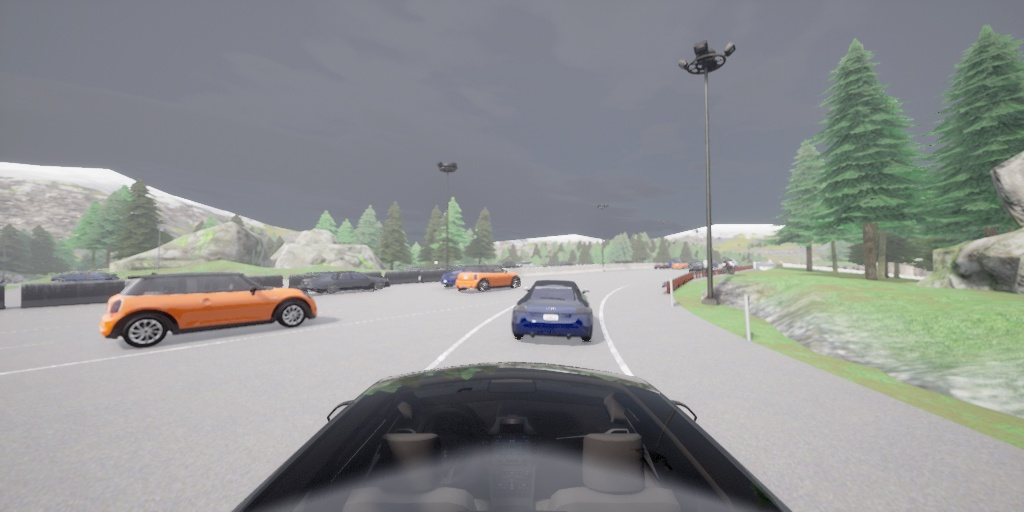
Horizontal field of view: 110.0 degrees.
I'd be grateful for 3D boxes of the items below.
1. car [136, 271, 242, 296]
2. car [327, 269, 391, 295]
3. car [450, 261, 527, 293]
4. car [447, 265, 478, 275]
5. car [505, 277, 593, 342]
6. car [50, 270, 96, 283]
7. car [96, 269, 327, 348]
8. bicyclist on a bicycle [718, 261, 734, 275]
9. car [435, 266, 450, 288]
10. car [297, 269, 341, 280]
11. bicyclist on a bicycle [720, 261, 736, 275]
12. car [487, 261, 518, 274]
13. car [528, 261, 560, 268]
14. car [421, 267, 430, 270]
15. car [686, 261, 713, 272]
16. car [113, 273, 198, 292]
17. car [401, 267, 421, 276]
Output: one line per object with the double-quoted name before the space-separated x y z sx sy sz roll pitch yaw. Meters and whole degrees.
"car" -22.772 1.875 25.486 2.033 1.411 5.357 -2 -1 40
"car" -10.685 1.671 23.285 2.033 1.411 5.357 -2 -1 40
"car" -1.448 1.349 23.454 2.097 1.767 4.553 -2 -1 40
"car" -8.116 2.229 59.517 2.128 1.511 4.902 -2 -1 40
"car" 1.227 1.365 10.172 1.994 1.385 4.181 1 0 10
"car" -45.712 2.235 38.448 5.357 1.411 2.033 0 -2 -3
"car" -8.063 1.226 10.031 2.097 1.767 4.553 -2 -1 40
"bicyclist on a bicycle" 25.747 1.463 43.099 1.656 1.620 0.582 0 0 33
"car" -3.203 1.602 26.811 1.812 1.442 4.674 -2 -1 40
"car" -24.229 2.290 45.002 4.718 1.301 1.895 0 -1 -31
"bicyclist on a bicycle" 26.393 1.467 43.863 0.582 1.620 1.656 3 -1 -27
"car" -1.547 1.924 61.924 2.150 2.045 5.566 -2 -2 40
"car" 5.335 2.053 59.252 2.128 1.511 4.902 -2 -1 40
"car" -8.041 1.919 43.197 1.882 1.535 5.008 -2 -1 40
"car" 27.923 1.760 53.268 1.895 1.301 4.718 -2 -1 40
"car" -28.835 2.078 29.137 1.895 1.301 4.718 -2 -1 40
"car" -13.217 2.144 47.918 2.033 1.411 5.357 -2 -2 40
